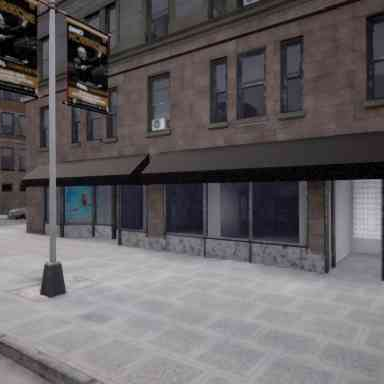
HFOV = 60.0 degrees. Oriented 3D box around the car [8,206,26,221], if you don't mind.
[{"bbox_3d":[-12.569,1.550,27.547,1.837,1.490,4.892,0,0,36],"label":"car"}]
